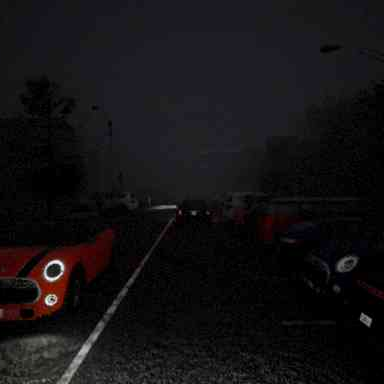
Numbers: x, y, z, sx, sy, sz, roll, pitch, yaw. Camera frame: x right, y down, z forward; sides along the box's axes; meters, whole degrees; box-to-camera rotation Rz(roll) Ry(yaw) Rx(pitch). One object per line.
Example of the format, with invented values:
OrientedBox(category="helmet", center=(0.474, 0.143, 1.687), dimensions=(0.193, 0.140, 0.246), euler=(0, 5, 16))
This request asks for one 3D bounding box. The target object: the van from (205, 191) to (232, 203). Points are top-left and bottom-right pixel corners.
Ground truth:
OrientedBox(category="van", center=(4.566, 0.794, 57.122), dimensions=(4.442, 1.987, 1.878), euler=(0, 1, 0))

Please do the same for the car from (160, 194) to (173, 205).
OrientedBox(category="car", center=(-3.057, 1.218, 48.079), dimensions=(1.895, 1.301, 4.718), euler=(0, 0, 0))

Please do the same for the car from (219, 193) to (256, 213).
OrientedBox(category="car", center=(4.697, 1.144, 26.396), dimensions=(4.553, 1.767, 2.185), euler=(0, 0, 0))

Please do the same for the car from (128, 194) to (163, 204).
OrientedBox(category="car", center=(-7.464, 1.049, 53.753), dimensions=(5.366, 1.575, 1.946), euler=(0, 0, 0))

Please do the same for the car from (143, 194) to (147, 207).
OrientedBox(category="car", center=(-7.657, 1.233, 35.999), dimensions=(4.674, 1.452, 2.002), euler=(0, 0, 0))

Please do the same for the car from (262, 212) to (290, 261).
OrientedBox(category="car", center=(4.653, 1.443, 9.636), dimensions=(4.674, 1.452, 2.002), euler=(0, 0, 0))

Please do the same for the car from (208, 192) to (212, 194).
OrientedBox(category="car", center=(4.668, 1.137, 43.159), dimensions=(5.008, 1.535, 2.097), euler=(0, 0, 0))

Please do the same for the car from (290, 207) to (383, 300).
OrientedBox(category="car", center=(4.685, 1.299, 6.842), dimensions=(4.553, 1.767, 2.185), euler=(0, 0, 0))

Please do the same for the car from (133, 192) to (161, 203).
OrientedBox(category="car", center=(-7.617, 0.899, 56.694), dimensions=(4.553, 1.767, 2.185), euler=(0, 1, 0))

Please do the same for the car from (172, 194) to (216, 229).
OrientedBox(category="car", center=(0.113, 1.189, 20.487), dimensions=(2.097, 1.767, 4.553), euler=(0, 1, 0))

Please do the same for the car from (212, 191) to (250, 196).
OrientedBox(category="car", center=(4.701, 1.077, 34.902), dimensions=(4.553, 1.767, 2.185), euler=(0, 0, 0))

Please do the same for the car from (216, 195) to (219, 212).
OrientedBox(category="car", center=(4.636, 1.277, 29.193), dimensions=(4.792, 1.488, 2.163), euler=(0, 0, 0))

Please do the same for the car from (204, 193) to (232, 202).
OrientedBox(category="car", center=(4.678, 0.972, 59.932), dimensions=(4.892, 1.521, 2.231), euler=(0, 2, 0))

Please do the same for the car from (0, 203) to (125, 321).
OrientedBox(category="car", center=(-3.096, 1.292, 7.442), dimensions=(2.097, 1.767, 4.553), euler=(0, 0, 0))

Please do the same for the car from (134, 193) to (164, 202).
OrientedBox(category="car", center=(-7.652, 0.979, 59.525), dimensions=(5.008, 1.535, 2.097), euler=(0, 1, 0))

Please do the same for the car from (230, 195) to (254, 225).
OrientedBox(category="car", center=(4.629, 1.211, 18.015), dimensions=(4.553, 1.767, 2.185), euler=(0, 0, 0))

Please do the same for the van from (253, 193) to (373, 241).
OrientedBox(category="van", center=(4.774, 1.155, 12.427), dimensions=(4.442, 1.987, 1.878), euler=(0, 0, 0))

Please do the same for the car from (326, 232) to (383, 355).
OrientedBox(category="car", center=(4.647, 1.446, 4.174), dimensions=(5.008, 1.535, 2.097), euler=(0, 0, 0))

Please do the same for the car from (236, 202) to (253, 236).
OrientedBox(category="car", center=(4.687, 1.388, 15.225), dimensions=(4.792, 1.488, 2.163), euler=(0, 0, 0))

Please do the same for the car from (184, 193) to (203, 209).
OrientedBox(category="car", center=(0.122, 1.040, 39.222), dimensions=(2.097, 1.767, 4.553), euler=(0, 0, 0))

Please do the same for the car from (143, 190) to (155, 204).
OrientedBox(category="car", center=(-7.686, 0.996, 44.937), dimensions=(4.553, 1.767, 2.185), euler=(0, 0, 0))

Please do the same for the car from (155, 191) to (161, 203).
OrientedBox(category="car", center=(-7.836, 1.072, 50.814), dimensions=(5.366, 1.575, 1.946), euler=(0, 0, 0))

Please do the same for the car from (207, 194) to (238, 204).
OrientedBox(category="car", center=(4.681, 1.110, 51.540), dimensions=(4.674, 1.452, 2.002), euler=(0, 0, 0))

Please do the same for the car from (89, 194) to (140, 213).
OrientedBox(category="car", center=(-7.630, 1.091, 33.059), dimensions=(4.553, 1.767, 2.185), euler=(0, 0, 0))

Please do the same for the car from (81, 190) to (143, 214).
OrientedBox(category="car", center=(-7.691, 0.987, 30.246), dimensions=(5.566, 2.045, 2.435), euler=(0, 0, 0))

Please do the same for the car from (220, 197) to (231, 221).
OrientedBox(category="car", center=(4.693, 1.321, 23.604), dimensions=(4.792, 1.488, 2.163), euler=(0, 0, 0))

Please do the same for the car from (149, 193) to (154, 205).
OrientedBox(category="car", center=(-7.685, 1.175, 42.001), dimensions=(4.792, 1.488, 2.163), euler=(0, 0, 0))

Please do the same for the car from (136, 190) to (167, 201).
OrientedBox(category="car", center=(-7.616, 0.657, 62.464), dimensions=(5.566, 2.045, 2.435), euler=(0, 1, 0))

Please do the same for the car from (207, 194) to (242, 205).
OrientedBox(category="car", center=(4.671, 1.093, 48.870), dimensions=(4.892, 1.521, 2.231), euler=(0, 0, 0))

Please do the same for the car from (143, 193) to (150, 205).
OrientedBox(category="car", center=(-7.655, 1.209, 39.062), dimensions=(4.674, 1.452, 2.002), euler=(0, 0, 0))
